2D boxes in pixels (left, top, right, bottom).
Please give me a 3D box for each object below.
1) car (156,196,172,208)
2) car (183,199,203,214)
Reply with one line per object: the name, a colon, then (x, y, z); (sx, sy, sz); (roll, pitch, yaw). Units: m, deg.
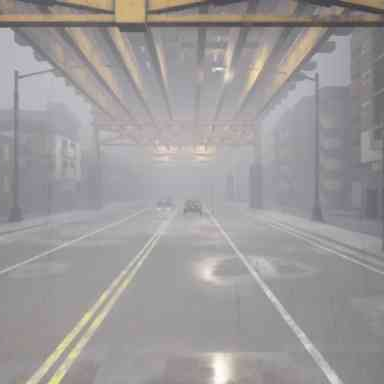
car: (-3.586, 1.287, 44.113); (2.033, 1.411, 5.357); (0, 1, 0)
car: (0.061, 1.395, 32.527); (2.033, 1.411, 5.357); (0, 1, 0)
